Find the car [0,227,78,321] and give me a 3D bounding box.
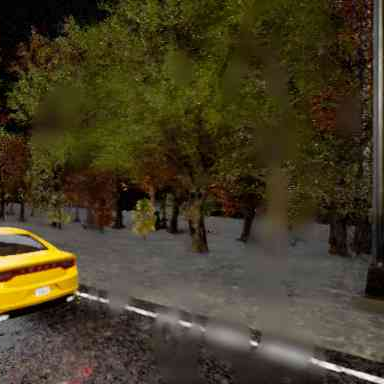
[{"bbox_3d":[-4.450,1.472,6.887,5.008,1.535,1.882,0,0,36],"label":"car"}]
